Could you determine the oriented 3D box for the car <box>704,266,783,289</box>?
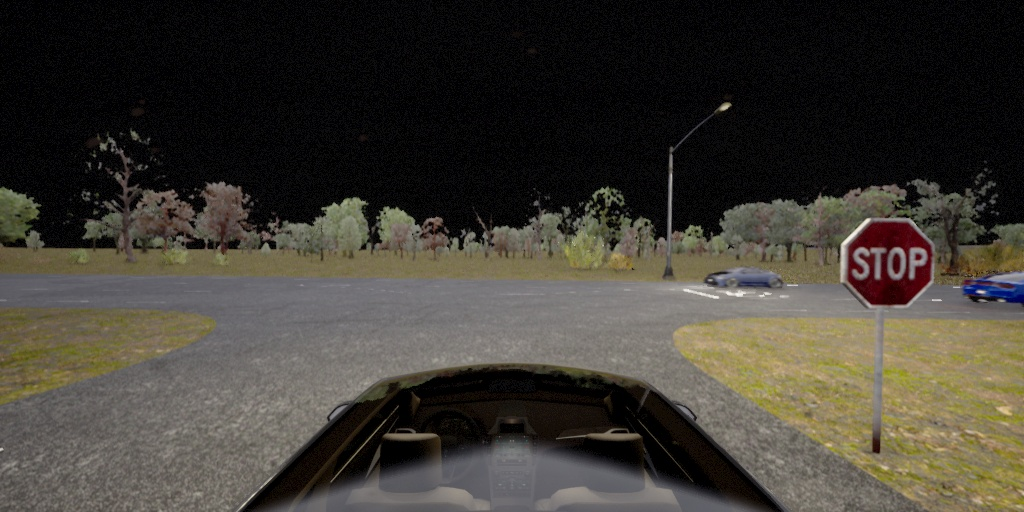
[{"bbox_3d":[14.525,1.346,22.613,4.181,1.385,1.994,0,1,0],"label":"car"}]

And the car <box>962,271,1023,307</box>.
[{"bbox_3d":[22.864,1.442,15.578,5.008,1.535,1.882,1,1,0],"label":"car"}]
